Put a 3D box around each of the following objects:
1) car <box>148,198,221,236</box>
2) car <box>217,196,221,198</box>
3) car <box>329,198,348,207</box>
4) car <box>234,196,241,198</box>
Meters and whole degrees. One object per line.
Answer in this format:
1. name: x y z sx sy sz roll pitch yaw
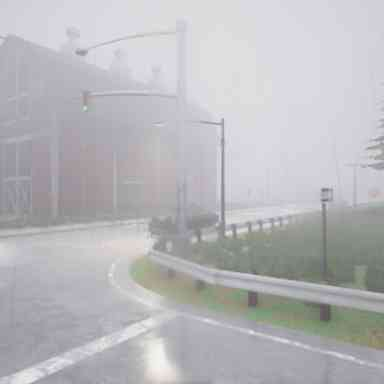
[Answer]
1. car: -0.260 1.411 18.424 2.097 1.767 4.553 0 0 37
2. car: 5.636 1.677 78.403 1.816 1.474 4.193 0 0 36
3. car: 20.618 1.606 46.680 2.128 1.511 4.902 0 -1 34
4. car: 12.200 1.696 89.531 1.784 1.438 3.905 0 0 36
